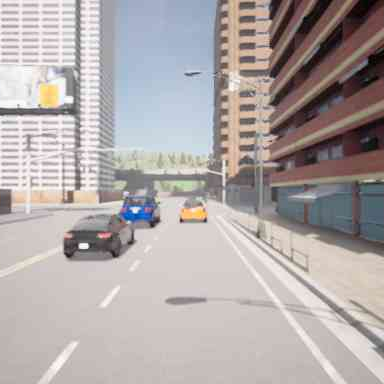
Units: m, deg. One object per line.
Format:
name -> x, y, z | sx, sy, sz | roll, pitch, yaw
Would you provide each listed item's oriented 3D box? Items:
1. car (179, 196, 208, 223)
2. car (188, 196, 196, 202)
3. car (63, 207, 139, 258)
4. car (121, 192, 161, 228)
car -> 0.096, 1.367, 26.040 | 2.097, 1.767, 4.553 | 0, 0, 0
car -> -0.008, 1.568, 78.027 | 1.812, 1.442, 4.674 | 0, 0, 0
car -> -3.403, 1.533, 12.737 | 1.812, 1.442, 4.674 | 0, 0, 0
car -> -3.399, 1.234, 22.572 | 2.150, 2.045, 5.566 | 0, 0, 0
